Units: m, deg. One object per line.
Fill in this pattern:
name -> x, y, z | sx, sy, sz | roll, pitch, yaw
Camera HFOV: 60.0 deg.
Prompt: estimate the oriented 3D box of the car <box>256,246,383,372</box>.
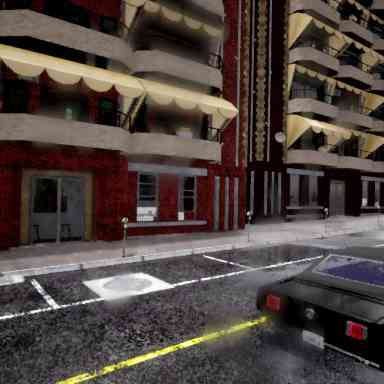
car -> 3.364, 1.604, 5.557 | 4.718, 1.301, 1.895 | 0, 0, -36
